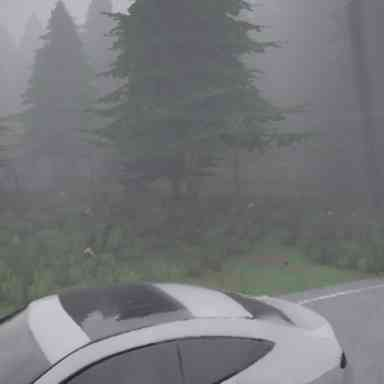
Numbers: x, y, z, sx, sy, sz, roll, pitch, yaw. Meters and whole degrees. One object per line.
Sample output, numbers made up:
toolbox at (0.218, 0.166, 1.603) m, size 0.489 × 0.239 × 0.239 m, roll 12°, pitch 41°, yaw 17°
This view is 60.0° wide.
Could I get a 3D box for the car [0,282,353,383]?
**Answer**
car at (-0.783, 1.519, 2.360) m, size 4.674 × 1.442 × 1.812 m, roll 0°, pitch 0°, yaw -32°
